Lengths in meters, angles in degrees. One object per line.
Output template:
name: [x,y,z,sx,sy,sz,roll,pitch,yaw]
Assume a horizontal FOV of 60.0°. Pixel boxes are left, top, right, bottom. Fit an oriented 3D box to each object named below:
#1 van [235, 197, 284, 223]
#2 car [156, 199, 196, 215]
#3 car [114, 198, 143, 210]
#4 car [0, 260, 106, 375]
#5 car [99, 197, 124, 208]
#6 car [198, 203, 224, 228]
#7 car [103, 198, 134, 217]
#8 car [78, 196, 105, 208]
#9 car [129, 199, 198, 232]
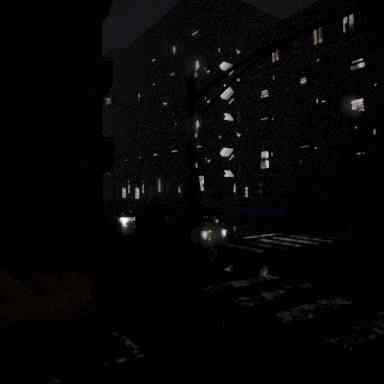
van: [4.982,1.277,24.930,1.690,1.788,3.998,0,0,-36]
car: [-1.755,1.446,34.242,1.752,1.417,4.829,0,0,-36]
car: [-8.293,1.460,43.277,1.887,1.381,4.507,-1,0,-36]
car: [-3.549,1.526,4.036,4.829,1.417,1.752,0,0,-35]
car: [-11.611,1.460,47.864,1.887,1.381,4.507,-1,0,-36]
car: [0.050,1.470,21.866,2.128,1.511,4.902,-1,0,-36]
car: [-6.553,1.527,30.996,1.994,1.385,4.181,-1,1,-36]
car: [-14.256,1.427,47.008,2.128,1.511,4.902,-1,0,-36]
car: [-1.818,1.439,20.033,1.967,1.590,4.097,0,0,-36]
